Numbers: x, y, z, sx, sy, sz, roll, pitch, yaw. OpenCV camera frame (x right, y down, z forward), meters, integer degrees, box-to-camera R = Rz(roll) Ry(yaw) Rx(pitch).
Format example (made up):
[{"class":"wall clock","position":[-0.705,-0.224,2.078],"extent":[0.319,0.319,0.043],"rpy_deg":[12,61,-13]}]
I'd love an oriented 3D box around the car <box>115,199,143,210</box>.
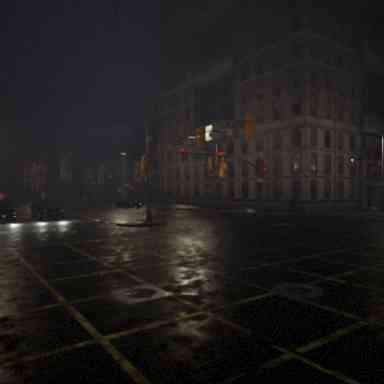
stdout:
[{"class":"car","position":[-8.197,1.529,42.703],"extent":[1.895,1.301,4.718],"rpy_deg":[0,0,-35]}]

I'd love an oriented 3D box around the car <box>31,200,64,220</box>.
[{"class":"car","position":[-12.321,1.453,28.283],"extent":[1.882,1.535,5.008],"rpy_deg":[0,0,-35]}]

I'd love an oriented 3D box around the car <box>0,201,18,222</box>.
[{"class":"car","position":[-14.836,1.494,25.773],"extent":[1.837,1.490,4.892],"rpy_deg":[0,0,-35]}]
